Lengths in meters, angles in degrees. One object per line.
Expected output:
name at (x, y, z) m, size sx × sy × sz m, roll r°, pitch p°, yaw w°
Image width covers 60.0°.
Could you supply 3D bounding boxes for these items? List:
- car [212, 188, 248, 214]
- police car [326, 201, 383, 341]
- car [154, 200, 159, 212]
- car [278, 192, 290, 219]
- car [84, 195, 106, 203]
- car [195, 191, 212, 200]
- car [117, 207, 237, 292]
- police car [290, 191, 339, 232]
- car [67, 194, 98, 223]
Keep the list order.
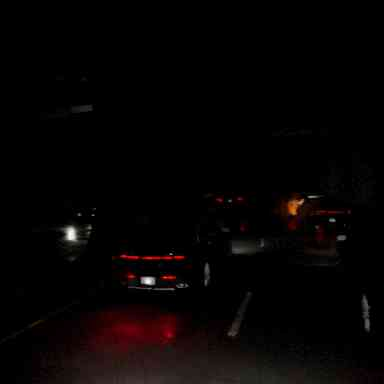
car at (2.991, 0.714, 27.312) m, size 2.150 × 2.045 × 5.566 m, roll -2°, pitch 1°, yaw 4°
police car at (3.782, 1.176, 5.932) m, size 1.930 × 1.638 × 5.238 m, roll -2°, pitch 1°, yaw 17°
car at (-4.060, 1.325, 29.059) m, size 2.033 × 1.411 × 5.357 m, roll -2°, pitch 1°, yaw 3°
car at (7.168, 0.726, 22.544) m, size 2.097 × 1.767 × 4.553 m, roll -2°, pitch 1°, yaw 6°
car at (-19.134, 1.408, 65.597) m, size 4.892 × 1.490 × 1.837 m, roll -2°, pitch 1°, yaw 40°
car at (2.093, 0.552, 60.765) m, size 1.882 × 1.535 × 5.008 m, roll -3°, pitch 1°, yaw -28°
car at (-0.190, 1.391, 8.702) m, size 1.837 × 1.490 × 4.892 m, roll -2°, pitch 1°, yaw 16°
police car at (6.260, 0.925, 16.333) m, size 1.930 × 1.638 × 5.238 m, roll -2°, pitch 1°, yaw 10°
car at (-7.781, 1.200, 26.285) m, size 2.150 × 2.045 × 5.566 m, roll -2°, pitch 1°, yaw 4°
